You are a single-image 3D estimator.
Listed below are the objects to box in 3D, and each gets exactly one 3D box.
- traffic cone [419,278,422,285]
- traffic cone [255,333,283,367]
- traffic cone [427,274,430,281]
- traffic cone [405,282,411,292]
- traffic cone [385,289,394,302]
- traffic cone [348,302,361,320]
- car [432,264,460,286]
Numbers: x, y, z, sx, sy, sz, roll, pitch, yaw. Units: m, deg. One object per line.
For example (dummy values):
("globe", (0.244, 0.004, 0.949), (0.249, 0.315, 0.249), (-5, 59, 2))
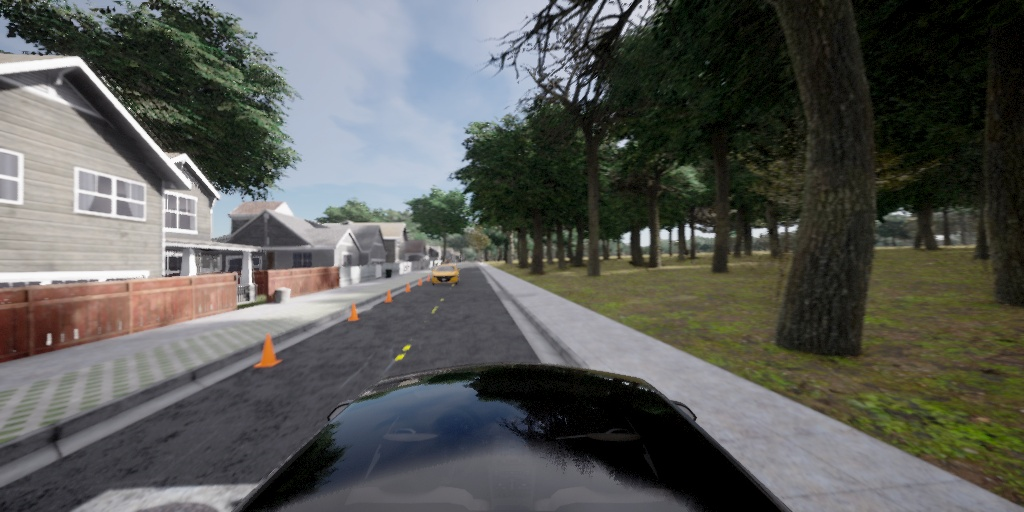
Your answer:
("traffic cone", (-6.867, 1.893, 26.839), (0.340, 0.580, 0.340), (0, 0, -6))
("traffic cone", (-4.713, 1.796, 6.951), (0.340, 0.580, 0.340), (0, 0, -6))
("traffic cone", (-7.404, 1.918, 31.810), (0.340, 0.580, 0.340), (0, 0, -6))
("traffic cone", (-6.327, 1.869, 21.867), (0.340, 0.580, 0.340), (0, 0, -6))
("traffic cone", (-5.790, 1.844, 16.895), (0.340, 0.580, 0.340), (0, 0, -6))
("traffic cone", (-5.251, 1.820, 11.923), (0.340, 0.580, 0.340), (0, 0, -6))
("car", (-5.039, 1.385, 27.637), (1.882, 1.535, 5.008), (-1, 0, -6))
